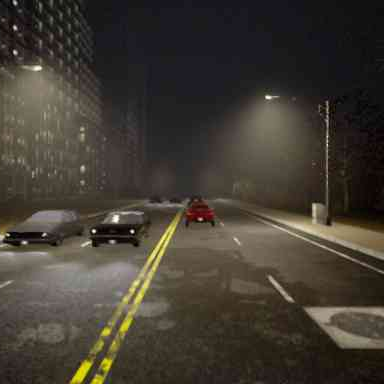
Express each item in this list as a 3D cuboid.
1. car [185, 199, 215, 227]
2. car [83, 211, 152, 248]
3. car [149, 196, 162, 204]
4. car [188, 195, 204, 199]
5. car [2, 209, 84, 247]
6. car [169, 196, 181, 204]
[{"bbox_3d":[0.509,1.449,22.272,1.812,1.442,4.674,0,0,0],"label":"car"},{"bbox_3d":[-2.949,1.548,14.590,1.895,1.301,4.718,0,0,0],"label":"car"},{"bbox_3d":[-6.091,1.334,56.641,1.812,1.442,4.674,0,0,1],"label":"car"},{"bbox_3d":[0.532,1.197,45.674,2.097,1.767,4.553,0,0,0],"label":"car"},{"bbox_3d":[-6.200,1.490,14.970,2.033,1.411,5.357,0,0,0],"label":"car"},{"bbox_3d":[-2.836,1.406,57.322,1.895,1.301,4.718,0,0,1],"label":"car"}]
